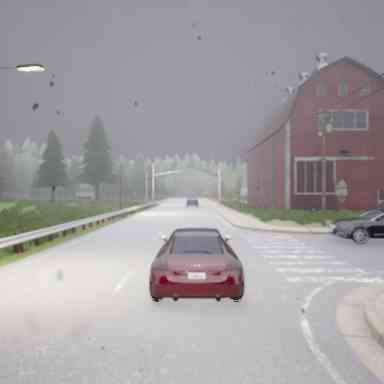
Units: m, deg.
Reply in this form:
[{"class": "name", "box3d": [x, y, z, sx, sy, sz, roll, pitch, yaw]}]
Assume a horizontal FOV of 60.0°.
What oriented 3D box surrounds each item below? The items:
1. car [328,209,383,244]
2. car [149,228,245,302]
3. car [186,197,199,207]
[{"class": "car", "box3d": [8.884, 1.516, 15.267, 4.902, 1.511, 2.128, 0, 0, 3]}, {"class": "car", "box3d": [0.108, 1.578, 8.391, 1.994, 1.385, 4.181, 0, 0, 0]}, {"class": "car", "box3d": [0.087, 1.562, 52.747, 1.882, 1.535, 5.008, 0, 0, 0]}]
